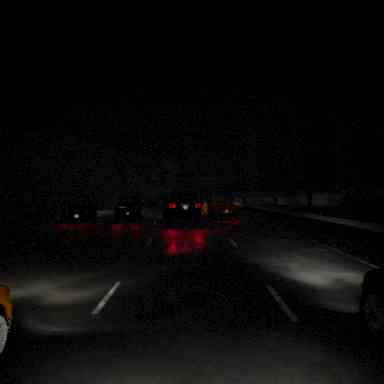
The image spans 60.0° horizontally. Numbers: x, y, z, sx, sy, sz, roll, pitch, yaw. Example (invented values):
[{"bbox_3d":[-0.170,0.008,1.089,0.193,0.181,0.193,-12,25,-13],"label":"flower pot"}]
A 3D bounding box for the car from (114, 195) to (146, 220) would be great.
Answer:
[{"bbox_3d":[-4.764,1.214,24.902,2.128,1.511,4.902,0,1,-10],"label":"car"}]

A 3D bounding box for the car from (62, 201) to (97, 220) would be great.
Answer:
[{"bbox_3d":[-8.238,1.325,24.833,1.895,1.301,4.718,0,1,-10],"label":"car"}]

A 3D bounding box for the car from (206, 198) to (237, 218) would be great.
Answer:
[{"bbox_3d":[2.065,1.185,26.333,1.882,1.535,5.008,0,1,-10],"label":"car"}]

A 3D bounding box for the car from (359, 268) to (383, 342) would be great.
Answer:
[{"bbox_3d":[3.601,1.451,3.436,2.128,1.511,4.902,0,0,0],"label":"car"}]

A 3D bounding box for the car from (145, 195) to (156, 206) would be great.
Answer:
[{"bbox_3d":[-6.101,1.075,42.634,2.033,1.411,5.357,0,1,-22],"label":"car"}]

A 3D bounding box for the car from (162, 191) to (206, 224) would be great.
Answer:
[{"bbox_3d":[-0.765,0.971,22.356,2.150,2.045,5.566,0,0,-8],"label":"car"}]

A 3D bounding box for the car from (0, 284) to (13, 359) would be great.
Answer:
[{"bbox_3d":[-3.399,1.447,2.596,1.882,1.535,5.008,0,0,0],"label":"car"}]
